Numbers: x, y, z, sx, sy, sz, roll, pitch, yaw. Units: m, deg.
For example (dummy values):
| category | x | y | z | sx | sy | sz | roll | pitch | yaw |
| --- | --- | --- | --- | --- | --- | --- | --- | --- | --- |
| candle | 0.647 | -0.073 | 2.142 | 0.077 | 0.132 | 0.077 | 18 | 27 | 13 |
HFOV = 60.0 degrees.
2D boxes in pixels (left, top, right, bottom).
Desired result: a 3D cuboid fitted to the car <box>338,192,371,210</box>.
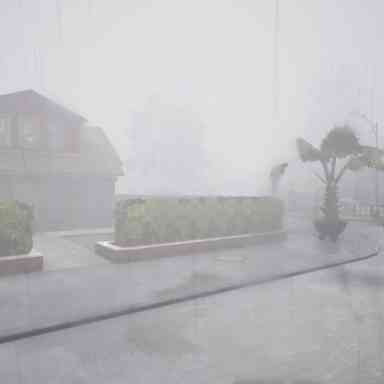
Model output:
| category | x | y | z | sx | sy | sz | roll | pitch | yaw |
| --- | --- | --- | --- | --- | --- | --- | --- | --- | --- |
| car | 17.375 | 0.984 | 36.182 | 3.866 | 1.878 | 1.905 | 0 | 0 | 0 |
